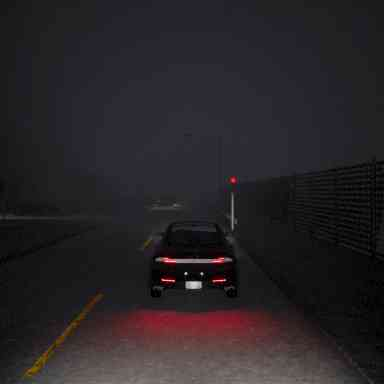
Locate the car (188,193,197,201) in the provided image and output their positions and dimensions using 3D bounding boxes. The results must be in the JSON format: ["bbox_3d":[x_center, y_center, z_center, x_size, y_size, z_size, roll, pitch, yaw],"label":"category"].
[{"bbox_3d":[0.063,1.225,87.491,2.150,2.045,5.566,0,0,0],"label":"car"}]

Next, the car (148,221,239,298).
[{"bbox_3d":[0.055,1.492,8.524,2.128,1.511,4.902,0,0,1],"label":"car"}]

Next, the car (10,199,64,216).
[{"bbox_3d":[-14.972,1.505,32.226,4.892,1.490,1.837,0,1,1],"label":"car"}]

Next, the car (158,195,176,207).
[{"bbox_3d":[-4.055,1.352,51.362,2.097,1.767,4.553,0,0,0],"label":"car"}]

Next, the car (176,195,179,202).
[{"bbox_3d":[-3.995,1.601,63.724,1.895,1.301,4.718,0,0,1],"label":"car"}]

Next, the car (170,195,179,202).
[{"bbox_3d":[-3.941,1.478,76.164,1.882,1.535,5.008,0,0,0],"label":"car"}]
